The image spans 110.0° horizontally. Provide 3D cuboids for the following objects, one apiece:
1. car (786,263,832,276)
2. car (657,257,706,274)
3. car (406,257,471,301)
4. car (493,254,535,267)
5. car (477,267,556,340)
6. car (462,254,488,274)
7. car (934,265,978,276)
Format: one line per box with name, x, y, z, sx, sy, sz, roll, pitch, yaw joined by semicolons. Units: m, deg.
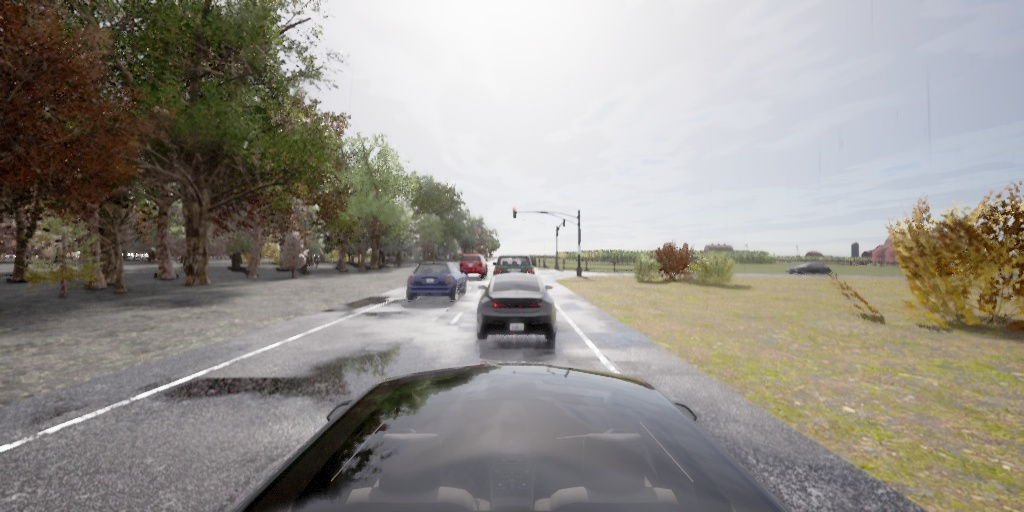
car;35.459;1.578;42.876;4.674;1.442;1.812;0;-1;0
car;20.281;1.107;42.956;5.566;2.045;2.150;1;-1;0
car;-3.399;1.052;16.984;2.097;1.767;4.553;0;0;0
car;0.104;0.913;19.809;2.150;2.045;5.566;0;0;0
car;0.101;1.229;9.894;1.837;1.490;4.892;0;0;0
car;-3.398;0.875;32.034;2.150;2.045;5.566;0;0;0
car;48.936;1.678;39.222;4.674;1.442;1.812;1;-1;0
